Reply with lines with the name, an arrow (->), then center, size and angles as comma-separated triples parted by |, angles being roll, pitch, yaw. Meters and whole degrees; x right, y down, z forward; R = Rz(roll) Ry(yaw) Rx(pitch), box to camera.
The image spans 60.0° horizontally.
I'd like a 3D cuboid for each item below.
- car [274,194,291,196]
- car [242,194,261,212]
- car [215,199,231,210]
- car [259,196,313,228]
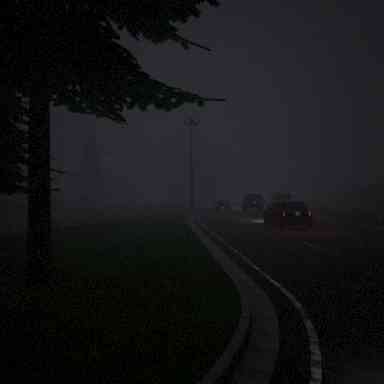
car -> 10.779, 1.221, 40.248 | 2.150, 2.045, 5.566 | 0, 0, 7
car -> 7.060, 1.220, 38.651 | 2.150, 2.045, 5.566 | 0, 0, 7
car -> 3.985, 1.601, 42.253 | 1.895, 1.301, 4.718 | 0, 0, 7
car -> 6.266, 1.352, 22.235 | 2.097, 1.767, 4.553 | 0, 0, -3
